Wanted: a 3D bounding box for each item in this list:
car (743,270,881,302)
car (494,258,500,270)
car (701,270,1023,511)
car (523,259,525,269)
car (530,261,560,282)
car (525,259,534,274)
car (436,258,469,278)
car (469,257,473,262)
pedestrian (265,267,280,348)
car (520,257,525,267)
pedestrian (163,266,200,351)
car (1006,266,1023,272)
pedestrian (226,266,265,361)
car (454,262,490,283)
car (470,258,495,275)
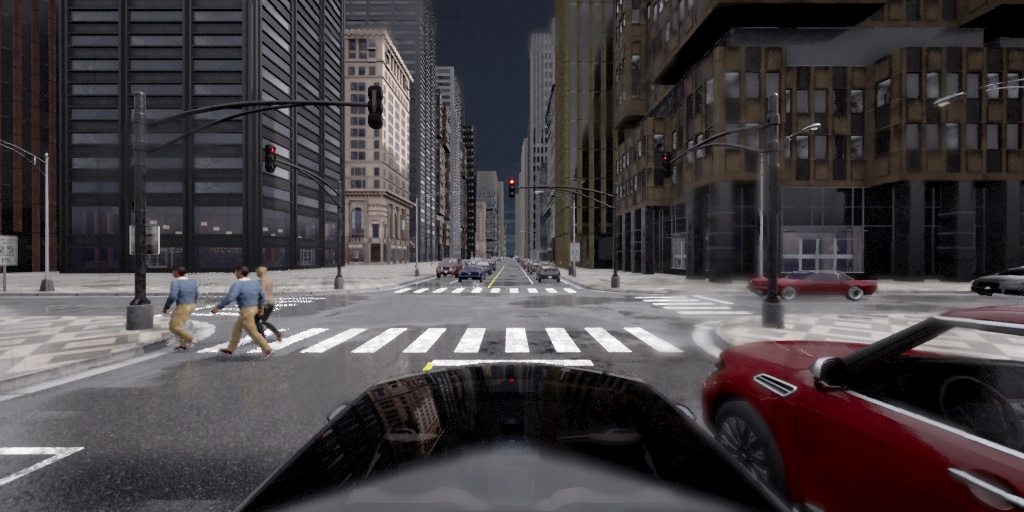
[{"bbox_3d":[13.522,1.314,16.386,4.718,1.301,1.895,0,0,0],"label":"car"},{"bbox_3d":[-3.083,1.303,48.807,2.033,1.411,5.357,0,0,0],"label":"car"},{"bbox_3d":[2.763,1.065,1.238,2.192,1.841,5.009,0,0,0],"label":"car"},{"bbox_3d":[2.771,1.300,45.133,1.888,1.381,4.507,0,0,0],"label":"car"},{"bbox_3d":[2.768,1.302,28.211,2.007,1.370,4.403,0,0,0],"label":"car"},{"bbox_3d":[2.770,1.304,39.493,2.007,1.370,4.403,0,0,0],"label":"car"},{"bbox_3d":[-5.756,1.067,33.844,2.192,1.841,5.009,0,0,0],"label":"car"},{"bbox_3d":[-5.755,1.193,39.486,1.967,1.591,4.097,0,0,0],"label":"car"},{"bbox_3d":[-5.596,1.046,8.085,0.375,1.860,0.375,0,0,0],"label":"pedestrian"},{"bbox_3d":[2.774,1.199,56.414,1.967,1.591,4.097,0,0,0],"label":"car"},{"bbox_3d":[-6.857,1.044,7.486,0.375,1.860,0.375,0,0,0],"label":"pedestrian"},{"bbox_3d":[24.214,1.194,16.436,4.892,1.490,1.837,0,0,0],"label":"car"},{"bbox_3d":[-5.107,1.044,6.877,0.375,1.860,0.375,0,0,0],"label":"pedestrian"},{"bbox_3d":[-3.094,1.352,28.469,1.895,1.301,4.718,0,0,0],"label":"car"},{"bbox_3d":[-3.093,1.279,38.437,1.812,1.442,4.674,0,0,0],"label":"car"}]
